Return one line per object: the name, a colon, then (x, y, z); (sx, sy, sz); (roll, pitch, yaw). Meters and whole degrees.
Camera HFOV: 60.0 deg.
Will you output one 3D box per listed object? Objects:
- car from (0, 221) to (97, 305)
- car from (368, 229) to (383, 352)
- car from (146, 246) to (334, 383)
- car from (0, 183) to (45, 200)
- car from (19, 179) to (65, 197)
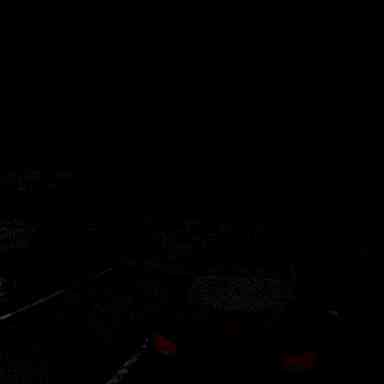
car: (-4.117, 1.499, 8.266); (2.002, 1.452, 4.674); (1, 0, 14)
car: (3.308, 1.232, 3.043); (2.435, 2.045, 5.566); (1, 0, 15)
car: (0.837, 1.515, 4.815); (2.002, 1.452, 4.674); (0, -1, 15)
car: (-19.619, 0.115, 37.418); (4.674, 1.452, 2.002); (1, 6, 8)
car: (-18.201, -0.463, 40.054); (5.566, 2.045, 2.435); (1, 6, 8)
